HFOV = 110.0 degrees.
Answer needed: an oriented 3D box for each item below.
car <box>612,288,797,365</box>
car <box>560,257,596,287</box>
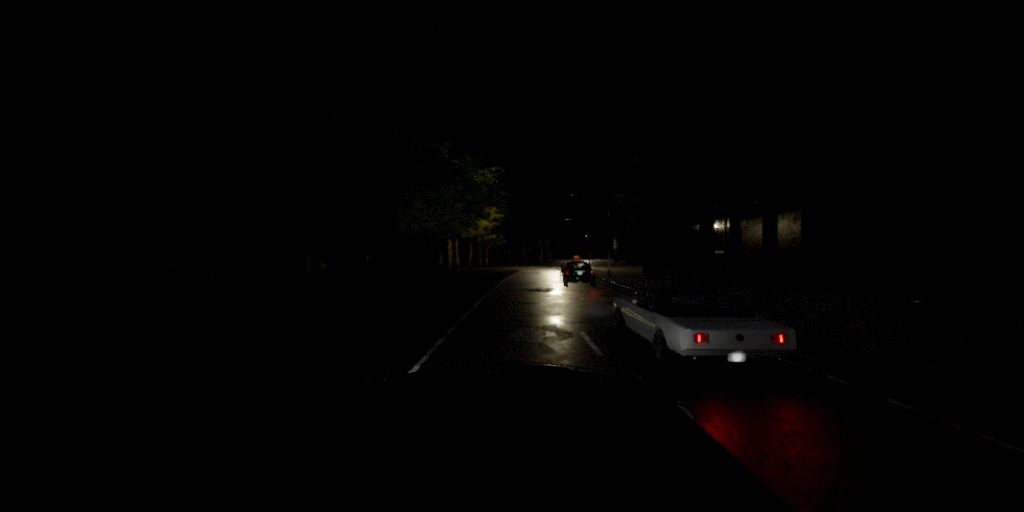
[{"bbox_3d":[3.702,1.364,8.046,1.895,1.301,4.718,0,0,1],"label":"car"},{"bbox_3d":[4.517,1.132,25.194,2.097,1.767,4.553,0,0,4],"label":"car"}]
